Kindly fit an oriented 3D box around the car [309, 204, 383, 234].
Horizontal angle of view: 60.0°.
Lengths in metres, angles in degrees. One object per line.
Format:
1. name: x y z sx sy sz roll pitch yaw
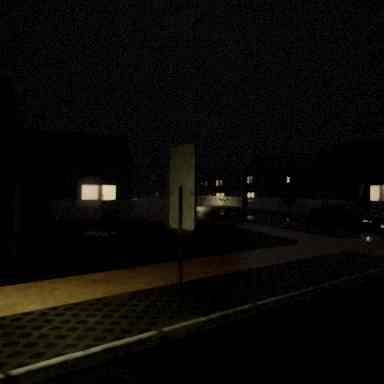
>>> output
1. car: 8.837 1.476 19.127 2.128 1.511 4.902 1 0 -19
